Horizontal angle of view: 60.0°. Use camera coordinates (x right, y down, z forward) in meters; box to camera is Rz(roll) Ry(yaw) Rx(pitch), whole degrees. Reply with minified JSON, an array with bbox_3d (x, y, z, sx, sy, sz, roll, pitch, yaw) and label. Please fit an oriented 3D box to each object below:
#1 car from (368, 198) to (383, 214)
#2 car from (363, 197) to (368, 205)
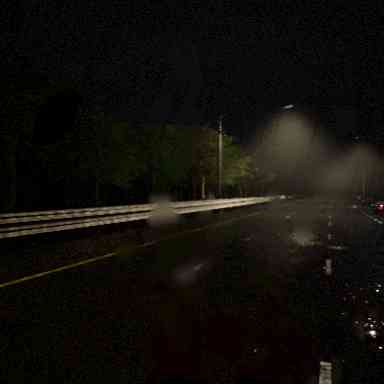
[{"bbox_3d":[20.576,1.652,35.703,2.033,1.411,5.357,1,0,23],"label":"car"},{"bbox_3d":[32.044,1.699,60.235,2.033,1.411,5.357,1,0,32],"label":"car"}]
